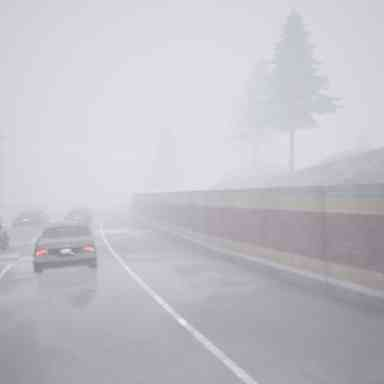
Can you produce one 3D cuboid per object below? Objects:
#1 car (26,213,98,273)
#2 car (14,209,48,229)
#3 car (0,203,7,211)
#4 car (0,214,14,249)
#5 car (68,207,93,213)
[{"bbox_3d":[-4.311,1.705,11.524,2.033,1.411,5.357,-1,0,-20],"label":"car"},{"bbox_3d":[-12.303,1.978,25.595,1.994,1.385,4.181,-1,0,-13],"label":"car"},{"bbox_3d":[-33.847,2.667,56.750,1.895,1.301,4.718,-1,0,0],"label":"car"},{"bbox_3d":[-8.473,1.786,12.867,1.812,1.442,4.674,-1,0,-19],"label":"car"},{"bbox_3d":[-8.948,1.905,26.613,1.994,1.385,4.181,-1,0,-13],"label":"car"}]
